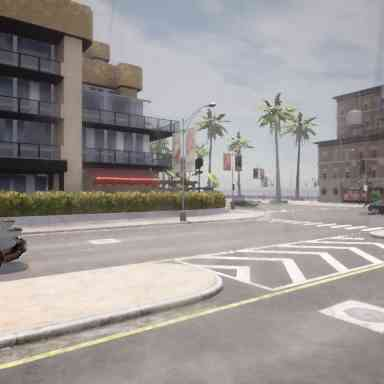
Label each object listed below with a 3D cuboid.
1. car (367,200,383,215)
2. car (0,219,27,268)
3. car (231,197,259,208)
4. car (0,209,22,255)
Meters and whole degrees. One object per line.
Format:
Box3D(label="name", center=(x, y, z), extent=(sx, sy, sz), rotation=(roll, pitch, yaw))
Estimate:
Box3D(label="car", center=(19.507, 1.505, 31.929), extent=(1.837, 1.490, 4.892), rotation=(0, 0, -35))
Box3D(label="car", center=(-7.086, 1.492, 8.770), extent=(4.902, 1.511, 2.128), rotation=(0, 0, -36))
Box3D(label="car", center=(7.718, 1.526, 48.801), extent=(1.812, 1.442, 4.674), rotation=(0, 0, -35))
Box3D(label="car", center=(-8.898, 1.492, 11.773), extent=(4.902, 1.511, 2.128), rotation=(0, 0, -35))
